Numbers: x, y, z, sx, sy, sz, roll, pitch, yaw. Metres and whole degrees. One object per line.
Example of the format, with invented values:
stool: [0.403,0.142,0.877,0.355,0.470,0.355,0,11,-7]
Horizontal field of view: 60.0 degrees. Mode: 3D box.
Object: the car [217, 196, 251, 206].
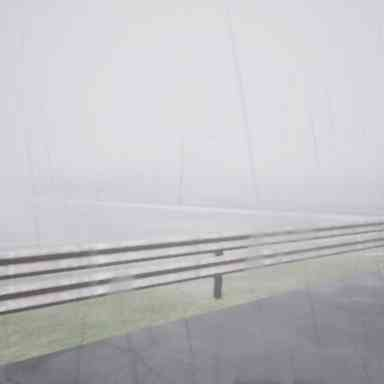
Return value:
car: [5.857,1.333,45.824,4.553,1.767,2.097,2,-3,27]
